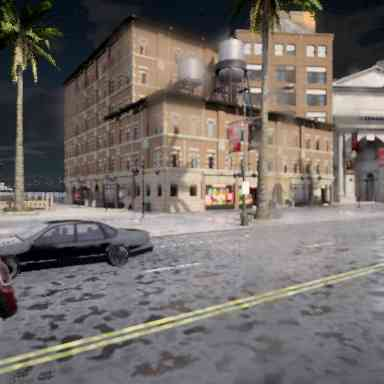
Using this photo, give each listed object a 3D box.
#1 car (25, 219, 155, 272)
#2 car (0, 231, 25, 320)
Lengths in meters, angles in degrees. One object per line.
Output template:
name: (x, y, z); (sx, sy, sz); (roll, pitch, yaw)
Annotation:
car: (-3.786, 1.545, 9.867); (5.357, 1.411, 2.033); (0, 0, -35)
car: (-5.082, 1.354, 4.672); (4.553, 1.767, 2.097); (0, 0, -35)
